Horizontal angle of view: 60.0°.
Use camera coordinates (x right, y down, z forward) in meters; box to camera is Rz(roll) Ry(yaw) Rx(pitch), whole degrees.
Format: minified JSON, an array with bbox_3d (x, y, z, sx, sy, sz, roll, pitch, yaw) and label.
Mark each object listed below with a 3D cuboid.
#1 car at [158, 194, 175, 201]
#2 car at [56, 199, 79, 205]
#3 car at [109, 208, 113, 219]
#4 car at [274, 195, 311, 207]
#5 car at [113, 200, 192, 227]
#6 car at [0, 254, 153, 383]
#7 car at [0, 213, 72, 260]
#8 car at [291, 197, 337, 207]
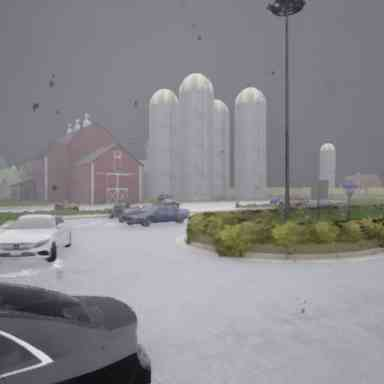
[{"bbox_3d":[-3.276,1.282,45.361,1.905,1.878,3.866,0,0,-36],"label":"car"},{"bbox_3d":[-13.856,1.498,36.985,1.816,1.474,4.193,0,0,-36],"label":"car"},{"bbox_3d":[-5.337,1.508,27.271,1.784,1.438,3.905,0,0,-36],"label":"car"},{"bbox_3d":[12.754,1.258,40.614,1.932,1.855,4.605,0,0,-36],"label":"car"},{"bbox_3d":[-2.365,1.533,22.865,2.033,1.411,5.357,0,0,44],"label":"car"},{"bbox_3d":[-2.627,1.510,2.116,4.892,1.490,1.837,1,0,-36],"label":"car"},{"bbox_3d":[-5.564,1.525,12.042,1.812,1.442,4.674,0,0,-10],"label":"car"},{"bbox_3d":[13.188,1.499,34.717,5.357,1.411,2.033,0,0,-35],"label":"car"}]
